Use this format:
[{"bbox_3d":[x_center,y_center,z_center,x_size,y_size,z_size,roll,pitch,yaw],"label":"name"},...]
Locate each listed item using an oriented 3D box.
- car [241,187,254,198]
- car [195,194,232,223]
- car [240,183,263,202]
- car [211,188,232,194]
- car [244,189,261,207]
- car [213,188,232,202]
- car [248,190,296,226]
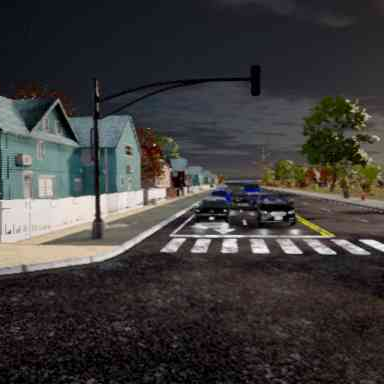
[{"bbox_3d":[8.192,0.003,49.222,1.812,1.442,4.674,-1,2,7],"label":"car"},{"bbox_3d":[1.298,1.008,19.674,1.895,1.301,4.718,-1,2,7],"label":"car"},{"bbox_3d":[6.747,0.043,37.608,2.150,2.045,5.566,-1,2,7],"label":"car"},{"bbox_3d":[2.399,0.611,28.754,1.882,1.535,5.008,-1,2,7],"label":"car"},{"bbox_3d":[5.504,0.729,27.384,1.895,1.301,4.718,-1,2,7],"label":"car"},{"bbox_3d":[3.658,0.317,39.052,2.128,1.511,4.902,-1,2,7],"label":"car"},{"bbox_3d":[4.393,0.896,18.205,2.128,1.511,4.902,-1,2,7],"label":"car"}]
